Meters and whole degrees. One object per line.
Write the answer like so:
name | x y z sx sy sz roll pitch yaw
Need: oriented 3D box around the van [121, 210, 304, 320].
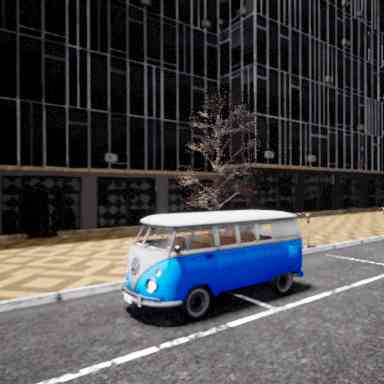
van | 0.600 1.308 6.985 3.998 1.788 1.690 -1 0 -35
